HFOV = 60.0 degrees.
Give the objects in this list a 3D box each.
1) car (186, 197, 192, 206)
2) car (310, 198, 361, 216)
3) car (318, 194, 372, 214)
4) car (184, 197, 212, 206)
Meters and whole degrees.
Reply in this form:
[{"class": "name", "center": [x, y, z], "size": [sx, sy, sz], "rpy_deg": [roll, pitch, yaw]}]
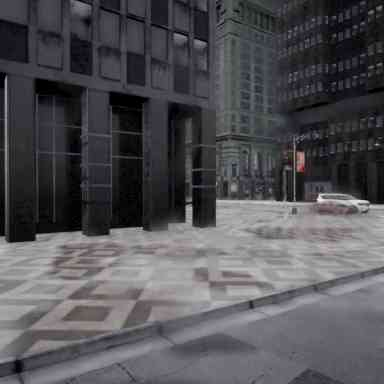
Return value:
[{"class": "car", "center": [-1.258, 1.538, 54.120], "size": [2.033, 1.411, 5.357], "rpy_deg": [0, 0, -34]}, {"class": "car", "center": [13.563, 1.555, 32.243], "size": [1.994, 1.385, 4.181], "rpy_deg": [0, 0, -34]}, {"class": "car", "center": [15.734, 1.205, 34.828], "size": [2.150, 2.045, 5.566], "rpy_deg": [0, 0, -34]}, {"class": "car", "center": [0.923, 1.532, 56.708], "size": [2.033, 1.411, 5.357], "rpy_deg": [0, 0, -34]}]
